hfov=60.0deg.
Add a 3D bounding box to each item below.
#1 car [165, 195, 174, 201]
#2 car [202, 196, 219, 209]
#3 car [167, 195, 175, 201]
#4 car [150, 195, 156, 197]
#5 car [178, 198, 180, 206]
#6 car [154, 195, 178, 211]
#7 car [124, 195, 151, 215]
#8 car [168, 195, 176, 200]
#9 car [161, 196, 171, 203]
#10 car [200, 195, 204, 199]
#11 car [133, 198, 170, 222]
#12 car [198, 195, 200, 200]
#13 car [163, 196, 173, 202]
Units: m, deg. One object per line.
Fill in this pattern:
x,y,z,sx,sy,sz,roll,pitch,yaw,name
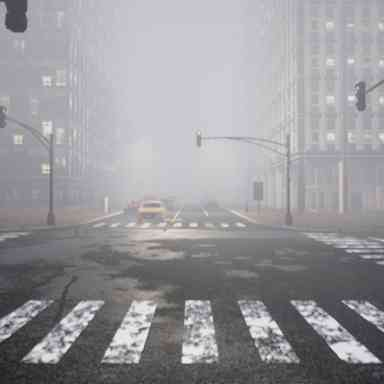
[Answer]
-5.675,1.551,84.032,1.887,1.381,4.507,1,0,0,car
2.704,1.584,45.068,1.802,1.307,4.206,1,0,0,car
-5.675,1.558,89.608,2.008,1.369,4.403,1,0,0,car
-5.671,1.318,45.006,2.192,1.841,5.009,1,0,0,car
-3.079,1.354,53.102,2.097,1.767,4.553,0,0,1,car
-3.089,1.480,40.165,1.882,1.535,5.008,0,0,0,car
-5.673,1.442,33.856,1.967,1.590,4.097,1,0,0,car
-5.675,1.574,95.183,1.947,1.339,4.313,1,0,0,car
-5.675,1.549,72.882,1.887,1.381,4.507,1,0,0,car
2.706,1.529,56.394,1.752,1.417,4.829,1,0,0,car
-3.094,1.479,26.375,1.882,1.535,5.008,0,0,0,car
2.705,1.570,61.801,1.947,1.339,4.313,1,0,0,car
-5.675,1.556,78.457,2.008,1.369,4.403,1,0,0,car
